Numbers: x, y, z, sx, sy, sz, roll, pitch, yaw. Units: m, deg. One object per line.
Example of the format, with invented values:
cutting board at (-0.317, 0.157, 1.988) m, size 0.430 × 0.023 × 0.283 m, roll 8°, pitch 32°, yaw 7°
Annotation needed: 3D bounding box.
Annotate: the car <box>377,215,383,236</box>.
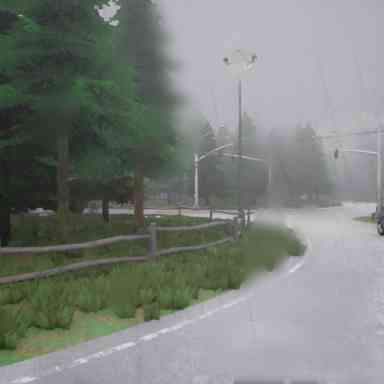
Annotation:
car at (10.280, 1.352, 15.442) m, size 2.097 × 1.767 × 4.553 m, roll 0°, pitch 0°, yaw 15°
